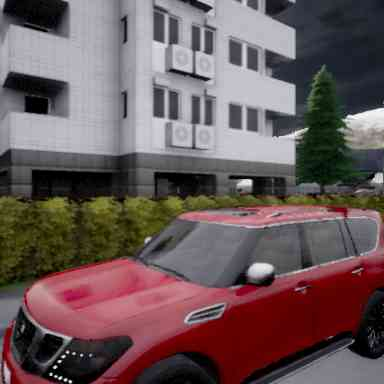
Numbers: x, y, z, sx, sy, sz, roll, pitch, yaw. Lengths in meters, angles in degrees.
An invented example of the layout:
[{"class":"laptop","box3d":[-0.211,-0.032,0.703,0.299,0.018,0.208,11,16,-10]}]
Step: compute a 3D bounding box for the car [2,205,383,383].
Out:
[{"class":"car","box3d":[0.672,1.228,4.460,5.566,2.045,2.150,0,0,-35]}]
